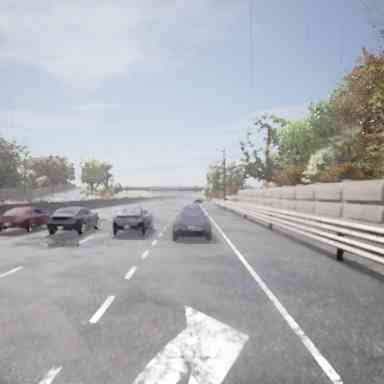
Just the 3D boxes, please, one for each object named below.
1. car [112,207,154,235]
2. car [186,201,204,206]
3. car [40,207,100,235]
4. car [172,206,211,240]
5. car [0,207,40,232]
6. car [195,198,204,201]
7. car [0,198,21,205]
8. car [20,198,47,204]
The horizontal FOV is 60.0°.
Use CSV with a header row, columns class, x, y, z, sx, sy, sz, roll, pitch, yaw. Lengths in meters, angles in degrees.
class,x,y,z,sx,sy,sz,roll,pitch,yaw
car,-3.398,1.632,19.779,2.128,1.511,4.902,0,0,0
car,-0.001,1.774,28.353,1.994,1.385,4.181,0,0,0
car,-6.900,1.646,19.840,1.837,1.490,4.892,0,0,0
car,0.000,1.691,17.961,1.994,1.385,4.181,0,0,0
car,-10.401,1.676,21.029,1.812,1.442,4.674,0,0,0
car,2.131,2.399,90.914,1.837,1.490,4.892,0,-2,14
car,-28.015,1.786,52.787,2.097,1.767,4.553,0,-1,0
car,-24.516,1.927,52.518,1.837,1.490,4.892,0,2,1
